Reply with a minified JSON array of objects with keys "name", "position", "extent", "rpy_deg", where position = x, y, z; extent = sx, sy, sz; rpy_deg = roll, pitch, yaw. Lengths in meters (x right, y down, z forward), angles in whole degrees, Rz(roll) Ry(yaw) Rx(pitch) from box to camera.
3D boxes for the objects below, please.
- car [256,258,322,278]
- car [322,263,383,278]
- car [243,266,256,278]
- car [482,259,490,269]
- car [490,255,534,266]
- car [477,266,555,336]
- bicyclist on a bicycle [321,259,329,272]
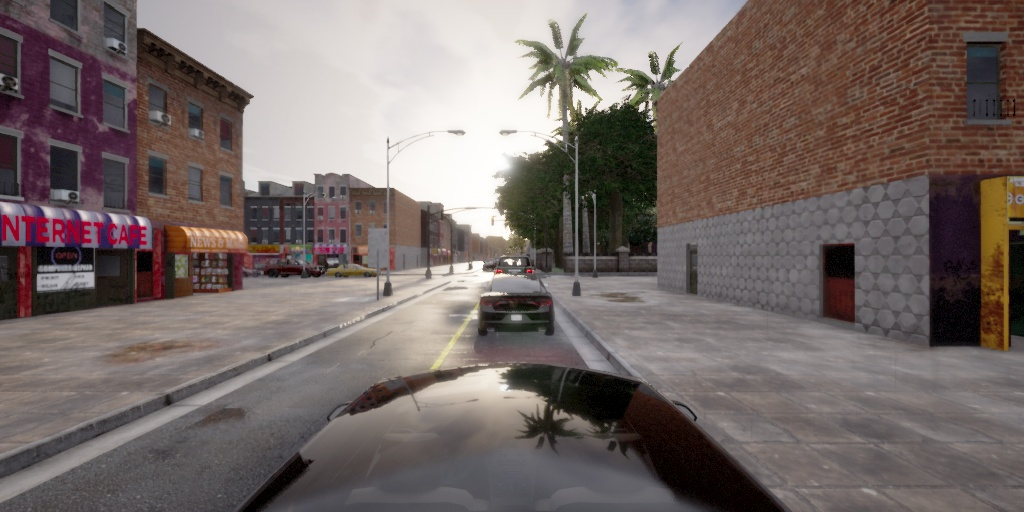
[{"name":"car","position":[-20.062,1.128,33.033],"extent":[5.009,1.841,2.192],"rpy_deg":[0,0,0]},{"name":"car","position":[-14.441,1.324,33.040],"extent":[4.829,1.417,1.751],"rpy_deg":[0,0,0]},{"name":"car","position":[-25.515,1.409,33.026],"extent":[4.207,1.307,1.802],"rpy_deg":[0,0,0]},{"name":"car","position":[-2.847,1.144,48.978],"extent":[2.097,1.767,4.553],"rpy_deg":[0,0,0]},{"name":"car","position":[0.102,0.980,20.463],"extent":[2.150,2.045,5.566],"rpy_deg":[0,0,-1]},{"name":"car","position":[0.099,1.230,10.494],"extent":[1.882,1.535,5.008],"rpy_deg":[0,0,0]},{"name":"bicyclist on a bicycle","position":[-20.145,1.124,38.679],"extent":[0.582,1.620,1.656],"rpy_deg":[0,0,0]}]
